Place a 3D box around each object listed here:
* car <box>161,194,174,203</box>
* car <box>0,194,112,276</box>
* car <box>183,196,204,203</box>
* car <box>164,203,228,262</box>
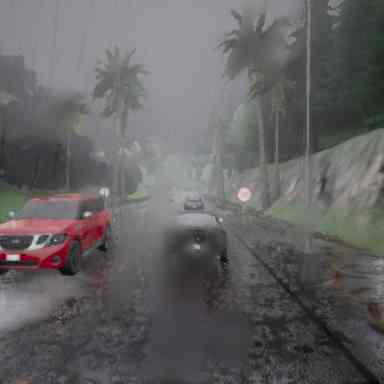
[{"bbox_3d":[-3.903,1.016,53.431,2.033,1.411,5.357,0,1,1],"label":"car"},{"bbox_3d":[-4.076,1.112,10.364,2.150,2.045,5.566,0,1,0],"label":"car"},{"bbox_3d":[0.191,1.167,33.005,2.128,1.511,4.902,0,1,0],"label":"car"},{"bbox_3d":[0.126,1.362,11.689,1.882,1.535,5.008,0,1,0],"label":"car"}]
